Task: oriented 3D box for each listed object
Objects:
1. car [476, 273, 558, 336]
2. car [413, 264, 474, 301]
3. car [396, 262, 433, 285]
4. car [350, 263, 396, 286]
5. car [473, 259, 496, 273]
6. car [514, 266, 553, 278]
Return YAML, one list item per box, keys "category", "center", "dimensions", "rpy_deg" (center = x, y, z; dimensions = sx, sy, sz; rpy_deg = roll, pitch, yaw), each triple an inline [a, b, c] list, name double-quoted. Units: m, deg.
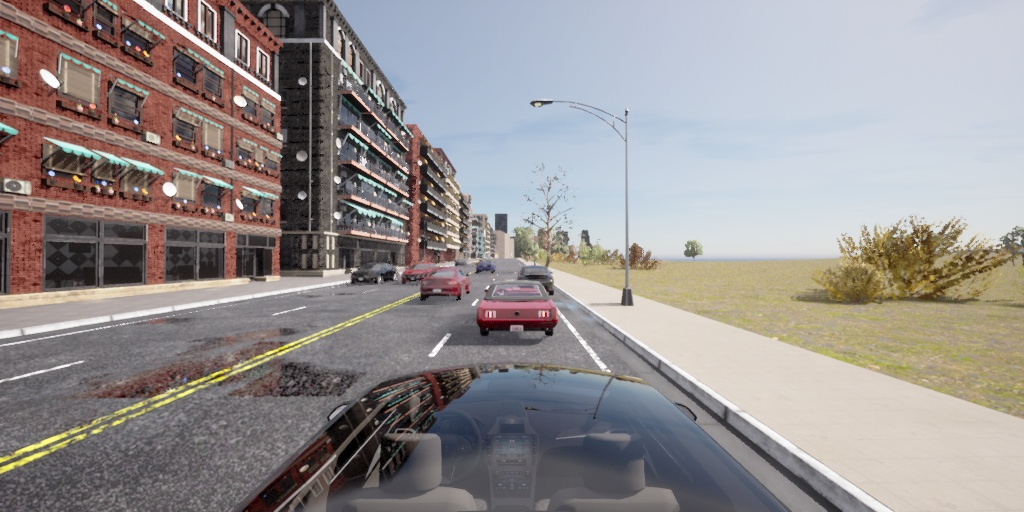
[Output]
- category: "car"
  center: [0.128, 1.350, 10.341]
  dimensions: [1.895, 1.301, 4.718]
  rpy_deg: [0, 0, 0]
- category: "car"
  center: [-3.100, 1.274, 17.203]
  dimensions: [1.812, 1.442, 4.674]
  rpy_deg: [0, 0, 0]
- category: "car"
  center: [-6.517, 1.225, 26.087]
  dimensions: [1.882, 1.535, 5.008]
  rpy_deg: [0, 0, 0]
- category: "car"
  center: [-9.768, 1.225, 25.695]
  dimensions: [1.882, 1.535, 5.008]
  rpy_deg: [0, 0, 0]
- category: "car"
  center: [-3.007, 1.096, 42.540]
  dimensions: [2.097, 1.767, 4.553]
  rpy_deg: [0, 0, 0]
- category: "car"
  center: [1.198, 1.254, 19.542]
  dimensions: [1.837, 1.490, 4.892]
  rpy_deg: [0, 0, 0]
